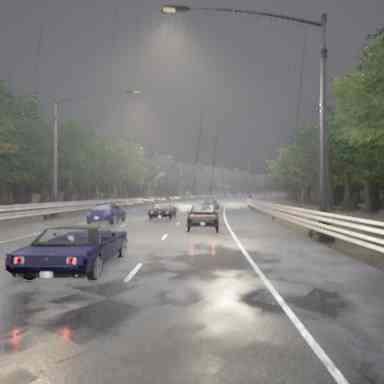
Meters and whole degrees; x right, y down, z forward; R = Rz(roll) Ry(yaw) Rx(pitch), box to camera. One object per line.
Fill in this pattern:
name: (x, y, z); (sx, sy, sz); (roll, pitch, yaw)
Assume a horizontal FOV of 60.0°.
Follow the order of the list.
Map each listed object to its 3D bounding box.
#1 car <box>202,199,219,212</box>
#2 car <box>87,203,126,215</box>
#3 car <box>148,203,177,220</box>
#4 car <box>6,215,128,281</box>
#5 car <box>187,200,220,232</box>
car: (2.320, 1.621, 40.896); (1.994, 1.385, 4.181); (0, 0, 6)
car: (-6.104, 1.531, 24.036); (1.812, 1.442, 4.674); (0, 0, 3)
car: (-2.345, 1.619, 27.963); (1.895, 1.301, 4.718); (0, 0, 4)
car: (-3.236, 1.587, 9.753); (1.895, 1.301, 4.718); (0, 0, 1)
car: (0.702, 1.501, 20.404); (2.128, 1.511, 4.902); (0, 0, 3)
